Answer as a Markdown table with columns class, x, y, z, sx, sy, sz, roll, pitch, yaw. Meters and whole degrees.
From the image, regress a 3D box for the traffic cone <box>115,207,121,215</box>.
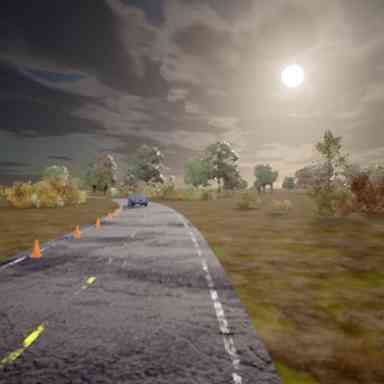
| class | x | y | z | sx | sy | sz | roll | pitch | yaw |
| --- | --- | --- | --- | --- | --- | --- | --- | --- | --- |
| traffic cone | -7.089 | 1.899 | 31.262 | 0.340 | 0.580 | 0.340 | 0 | 0 | -7 |

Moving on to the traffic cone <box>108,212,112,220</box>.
| class | x | y | z | sx | sy | sz | roll | pitch | yaw |
| --- | --- | --- | --- | --- | --- | --- | --- | --- | --- |
| traffic cone | -6.525 | 1.909 | 26.346 | 0.340 | 0.580 | 0.340 | 0 | 0 | -6 |

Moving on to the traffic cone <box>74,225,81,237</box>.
| class | x | y | z | sx | sy | sz | roll | pitch | yaw |
| --- | --- | --- | --- | --- | --- | --- | --- | --- | --- |
| traffic cone | -5.676 | 1.929 | 16.485 | 0.340 | 0.580 | 0.340 | 0 | 0 | -4 |

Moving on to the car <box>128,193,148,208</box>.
| class | x | y | z | sx | sy | sz | roll | pitch | yaw |
| --- | --- | --- | --- | --- | --- | --- | --- | --- | --- |
| car | -7.869 | 1.133 | 47.981 | 2.150 | 2.045 | 5.566 | 0 | 0 | -19 |

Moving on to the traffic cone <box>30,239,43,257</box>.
| class | x | y | z | sx | sy | sz | roll | pitch | yaw |
| --- | --- | --- | --- | --- | --- | --- | --- | --- | --- |
| traffic cone | -5.391 | 1.939 | 11.544 | 0.340 | 0.580 | 0.340 | 0 | 0 | -3 |
